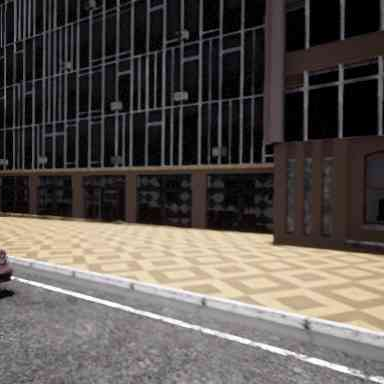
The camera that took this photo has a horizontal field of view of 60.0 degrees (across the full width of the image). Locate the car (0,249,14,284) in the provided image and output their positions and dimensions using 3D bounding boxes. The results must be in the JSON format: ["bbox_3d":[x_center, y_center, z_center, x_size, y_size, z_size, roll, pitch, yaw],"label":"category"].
[{"bbox_3d":[-6.494,1.536,7.961,5.357,1.411,2.033,0,0,33],"label":"car"}]
